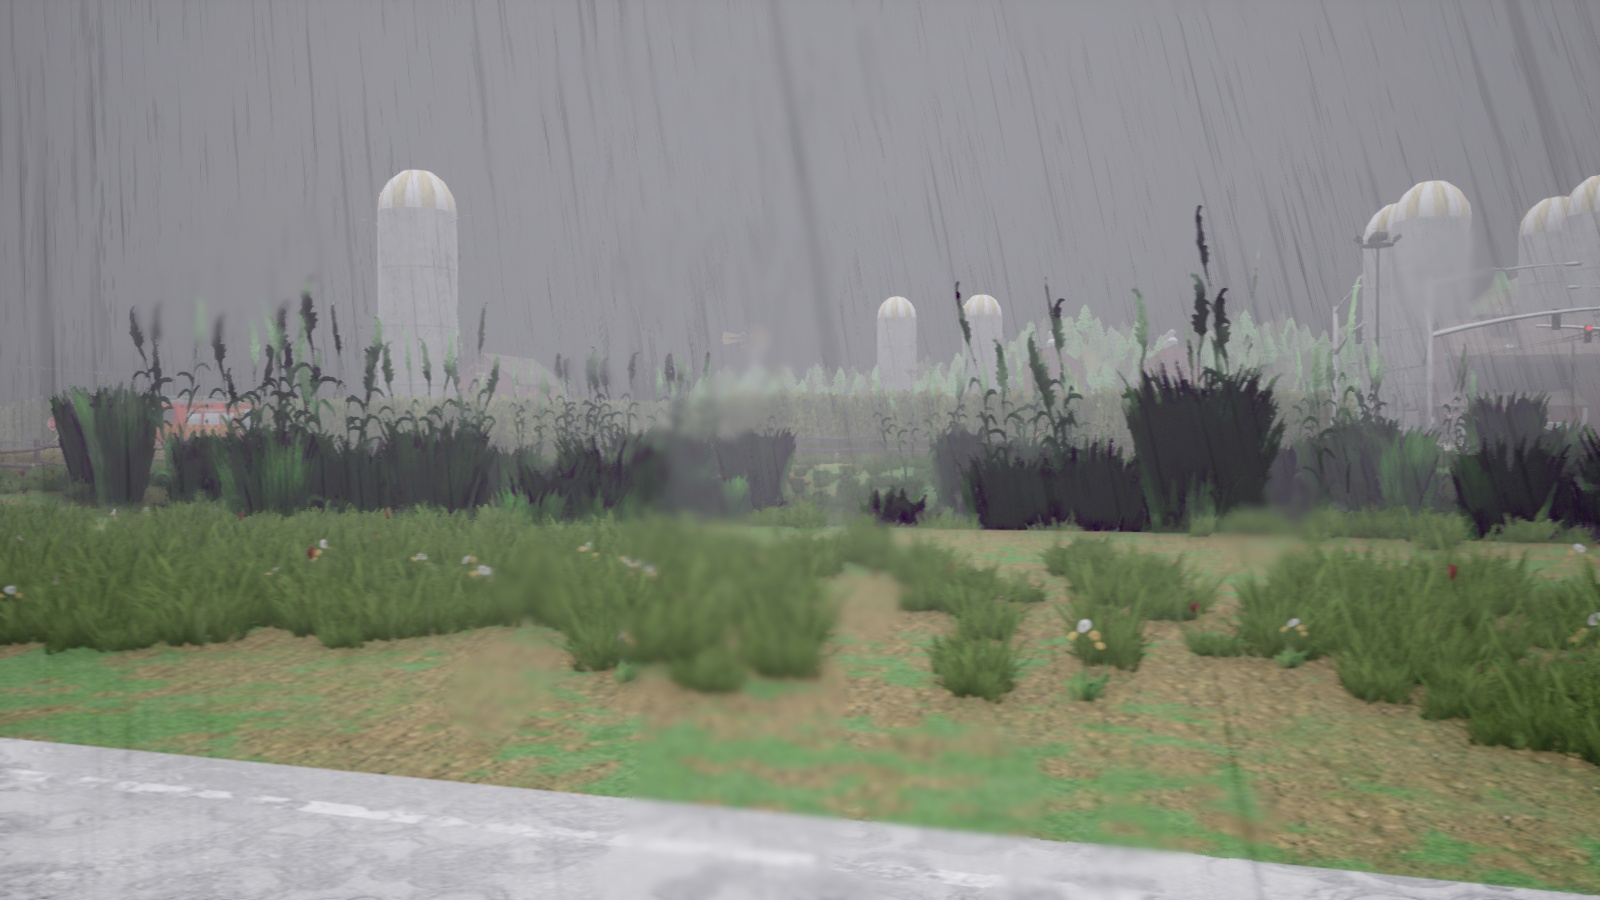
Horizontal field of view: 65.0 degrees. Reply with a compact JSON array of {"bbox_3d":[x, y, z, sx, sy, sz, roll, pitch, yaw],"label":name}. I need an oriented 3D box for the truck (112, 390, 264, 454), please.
[{"bbox_3d":[-37.739,-1.706,77.527,8.468,3.827,2.891,0,1,13],"label":"truck"}]
